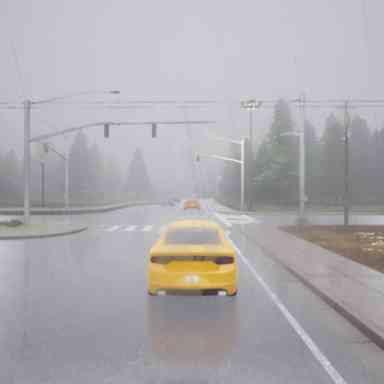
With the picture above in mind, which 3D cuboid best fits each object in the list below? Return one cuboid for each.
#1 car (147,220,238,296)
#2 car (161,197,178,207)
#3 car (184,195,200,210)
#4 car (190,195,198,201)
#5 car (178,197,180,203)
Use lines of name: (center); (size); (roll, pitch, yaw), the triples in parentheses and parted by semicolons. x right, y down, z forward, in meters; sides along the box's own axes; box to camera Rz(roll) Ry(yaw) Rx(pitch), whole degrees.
car: (0.043, 1.470, 8.678); (1.882, 1.535, 5.008); (0, 0, 1)
car: (-3.610, 1.521, 50.419); (2.033, 1.411, 5.357); (0, 0, 0)
car: (-0.013, 1.455, 42.341); (1.882, 1.535, 5.008); (0, 0, 0)
car: (0.637, 1.398, 83.294); (1.837, 1.490, 4.892); (0, 0, 2)
car: (-3.406, 1.565, 67.471); (1.895, 1.301, 4.718); (0, 0, 1)
